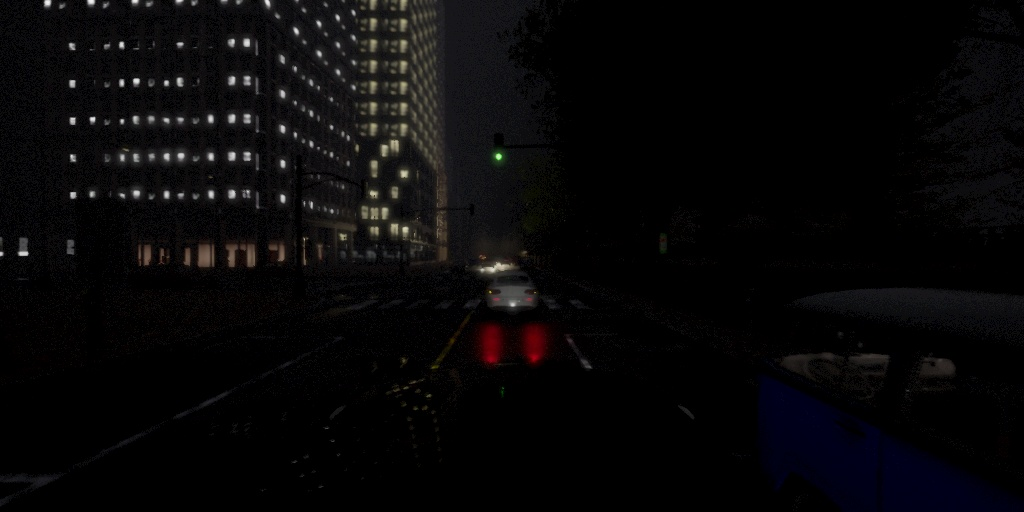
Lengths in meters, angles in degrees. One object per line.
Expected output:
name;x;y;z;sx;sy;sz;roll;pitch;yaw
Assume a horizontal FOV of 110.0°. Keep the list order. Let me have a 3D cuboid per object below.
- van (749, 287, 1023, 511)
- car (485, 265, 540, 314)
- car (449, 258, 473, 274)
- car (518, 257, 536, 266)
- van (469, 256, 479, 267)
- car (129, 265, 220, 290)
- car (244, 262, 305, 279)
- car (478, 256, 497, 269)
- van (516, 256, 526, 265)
van;2.567;1.092;1.024;1.690;1.789;3.998;0;0;0
car;0.020;1.247;13.429;1.812;1.442;4.674;0;0;0
car;-5.710;1.207;38.675;2.007;1.370;4.403;0;0;-1
car;2.039;1.164;44.742;1.751;1.417;4.829;0;0;-1
van;-6.435;0.933;60.848;1.690;1.789;3.998;0;0;-2
car;-18.190;1.113;19.333;4.207;1.307;1.802;0;0;4
car;-18.141;1.073;27.446;4.207;1.307;1.802;0;0;4
car;-3.593;1.090;53.968;1.882;1.535;5.008;0;0;-1
van;1.906;0.964;50.115;1.690;1.789;3.998;0;0;-2
